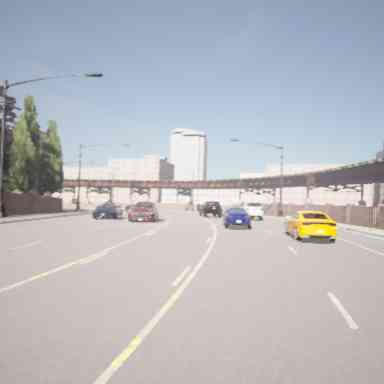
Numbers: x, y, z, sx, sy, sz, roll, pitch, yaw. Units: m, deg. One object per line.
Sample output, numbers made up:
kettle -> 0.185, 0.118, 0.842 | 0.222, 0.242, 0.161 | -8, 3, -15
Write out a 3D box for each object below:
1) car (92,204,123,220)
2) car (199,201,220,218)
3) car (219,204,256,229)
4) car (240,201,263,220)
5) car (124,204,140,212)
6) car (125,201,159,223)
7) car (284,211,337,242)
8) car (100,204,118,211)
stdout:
car -> -7.396, 1.723, 29.447 | 1.994, 1.385, 4.181 | 2, -2, -1
car -> 2.306, 2.199, 42.769 | 2.150, 2.045, 5.566 | 2, -3, -8
car -> 3.232, 1.857, 24.462 | 1.812, 1.442, 4.674 | 2, -1, 3
car -> 6.395, 2.093, 37.766 | 2.150, 2.045, 5.566 | 2, -2, -5
car -> -12.130, 3.248, 67.231 | 1.812, 1.442, 4.674 | 3, -3, -27
car -> -3.900, 1.551, 27.411 | 2.097, 1.767, 4.553 | 2, -2, 0
car -> 6.371, 1.774, 18.336 | 1.882, 1.535, 5.008 | 2, -1, 5
car -> -17.250, 3.210, 69.018 | 2.033, 1.411, 5.357 | 3, -3, -32
